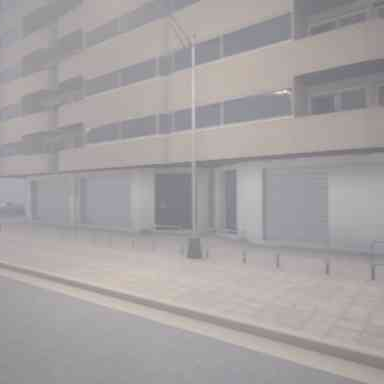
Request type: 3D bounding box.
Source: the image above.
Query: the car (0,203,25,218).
[{"bbox_3d":[-17.528,1.783,33.507,1.812,1.442,4.674,-1,0,35],"label":"car"}]
